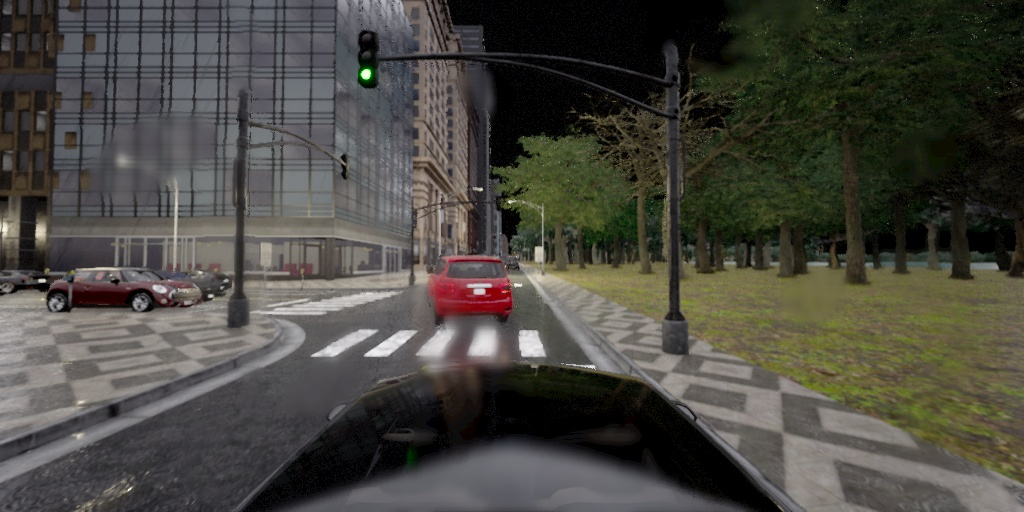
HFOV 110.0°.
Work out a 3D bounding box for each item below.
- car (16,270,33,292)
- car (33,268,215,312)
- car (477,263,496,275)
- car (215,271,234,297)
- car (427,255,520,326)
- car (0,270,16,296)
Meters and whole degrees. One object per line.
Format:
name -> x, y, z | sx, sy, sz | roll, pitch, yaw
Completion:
car -> -29.949, 1.509, 21.259 | 4.313, 1.339, 1.948 | 0, 0, 0
car -> -13.526, 1.133, 12.732 | 4.097, 1.591, 1.967 | 0, 0, -1
car -> -2.993, 1.507, 43.210 | 1.994, 1.385, 4.181 | 0, 0, 1
car -> -15.401, 1.319, 15.471 | 5.357, 1.411, 2.033 | 0, -2, 6
car -> -1.585, 0.987, 12.032 | 2.150, 2.045, 5.566 | 1, 1, -16
car -> -25.555, 1.323, 15.422 | 5.357, 1.411, 2.033 | 0, -2, 0
